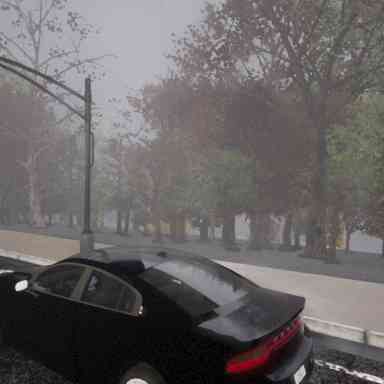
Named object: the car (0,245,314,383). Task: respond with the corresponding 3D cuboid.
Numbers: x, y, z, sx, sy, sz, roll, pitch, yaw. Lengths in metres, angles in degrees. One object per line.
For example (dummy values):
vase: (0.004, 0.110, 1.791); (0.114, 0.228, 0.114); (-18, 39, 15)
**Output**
car: (-1.021, 1.477, 4.467); (5.008, 1.535, 1.882); (0, 0, 36)
